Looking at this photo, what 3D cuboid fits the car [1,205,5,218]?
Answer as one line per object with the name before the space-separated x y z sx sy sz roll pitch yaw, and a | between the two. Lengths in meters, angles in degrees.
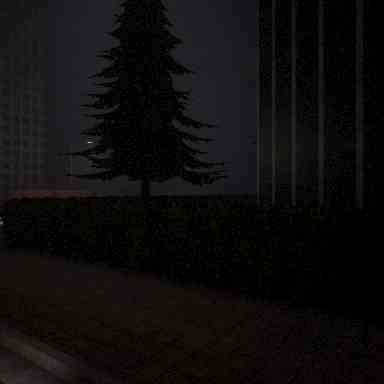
car | -13.066 1.560 28.373 1.837 1.490 4.892 0 0 36
